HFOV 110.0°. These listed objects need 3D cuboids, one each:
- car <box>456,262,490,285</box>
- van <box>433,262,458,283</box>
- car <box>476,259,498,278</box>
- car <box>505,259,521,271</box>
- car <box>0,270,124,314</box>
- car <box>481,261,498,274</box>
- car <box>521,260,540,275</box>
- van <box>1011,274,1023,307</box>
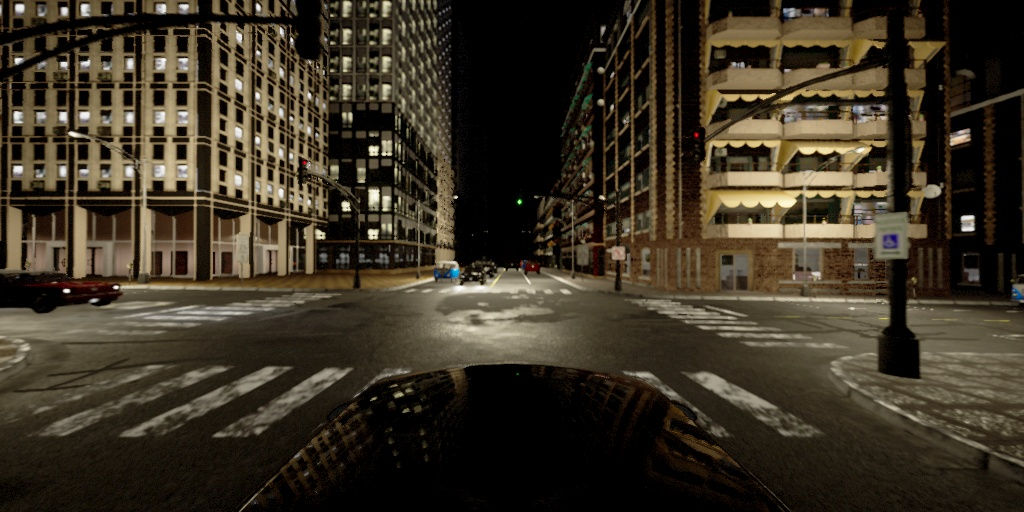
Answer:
[{"bbox_3d":[-3.091,1.511,29.278,1.837,1.490,4.892,0,-1,0],"label":"car"},{"bbox_3d":[-5.686,1.366,31.310,1.690,1.789,3.998,0,0,0],"label":"van"},{"bbox_3d":[-3.088,1.325,39.402,2.150,2.045,5.566,0,-1,0],"label":"car"},{"bbox_3d":[0.011,1.529,60.426,2.150,2.045,5.566,0,-1,0],"label":"car"},{"bbox_3d":[-16.410,1.162,12.213,4.718,1.301,1.895,1,0,0],"label":"car"},{"bbox_3d":[-3.086,1.555,49.716,2.097,1.767,4.553,0,-1,0],"label":"car"},{"bbox_3d":[2.697,1.501,47.962,2.192,1.841,5.009,0,0,0],"label":"car"},{"bbox_3d":[27.922,1.803,18.087,3.998,1.789,1.690,0,0,0],"label":"van"}]
